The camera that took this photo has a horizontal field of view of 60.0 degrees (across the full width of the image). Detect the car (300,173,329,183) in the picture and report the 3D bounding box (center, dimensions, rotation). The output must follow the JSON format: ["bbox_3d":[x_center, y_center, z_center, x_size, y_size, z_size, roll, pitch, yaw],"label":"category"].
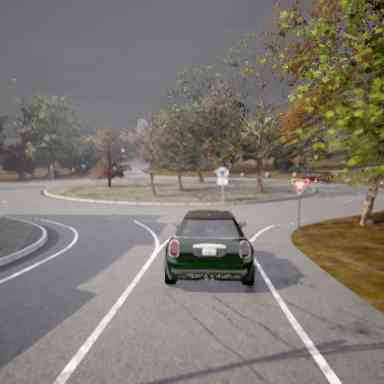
[{"bbox_3d":[18.186,-2.162,49.654,1.882,1.535,5.008,-2,6,-22],"label":"car"}]

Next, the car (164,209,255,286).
[{"bbox_3d":[0.496,1.256,9.442,2.097,1.767,4.553,0,2,3],"label":"car"}]
